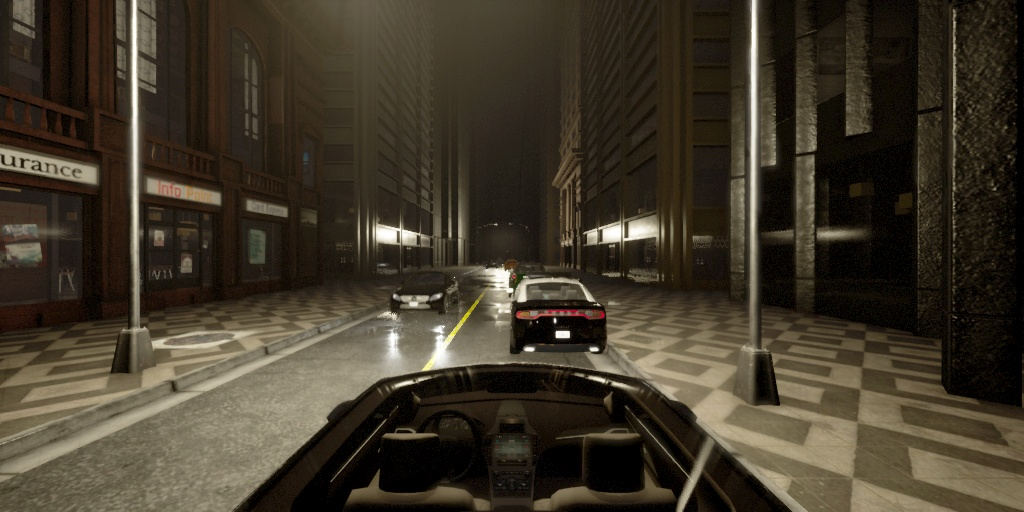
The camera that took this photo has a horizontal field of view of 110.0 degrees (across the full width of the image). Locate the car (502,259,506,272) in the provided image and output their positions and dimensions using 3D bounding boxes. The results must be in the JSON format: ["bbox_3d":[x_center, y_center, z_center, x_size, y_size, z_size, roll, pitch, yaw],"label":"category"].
[{"bbox_3d":[-0.035,1.281,48.219,1.882,1.535,5.008,0,0,0],"label":"car"}]

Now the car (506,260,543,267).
[{"bbox_3d":[0.872,1.111,18.752,2.097,1.767,4.553,0,0,0],"label":"car"}]

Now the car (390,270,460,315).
[{"bbox_3d":[-3.121,1.281,13.718,1.812,1.442,4.674,0,0,0],"label":"car"}]

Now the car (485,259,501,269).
[{"bbox_3d":[-3.180,1.329,56.919,1.837,1.490,4.892,0,0,0],"label":"car"}]

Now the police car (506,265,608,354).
[{"bbox_3d":[0.889,1.178,8.891,1.930,1.638,5.238,0,0,0],"label":"police car"}]
